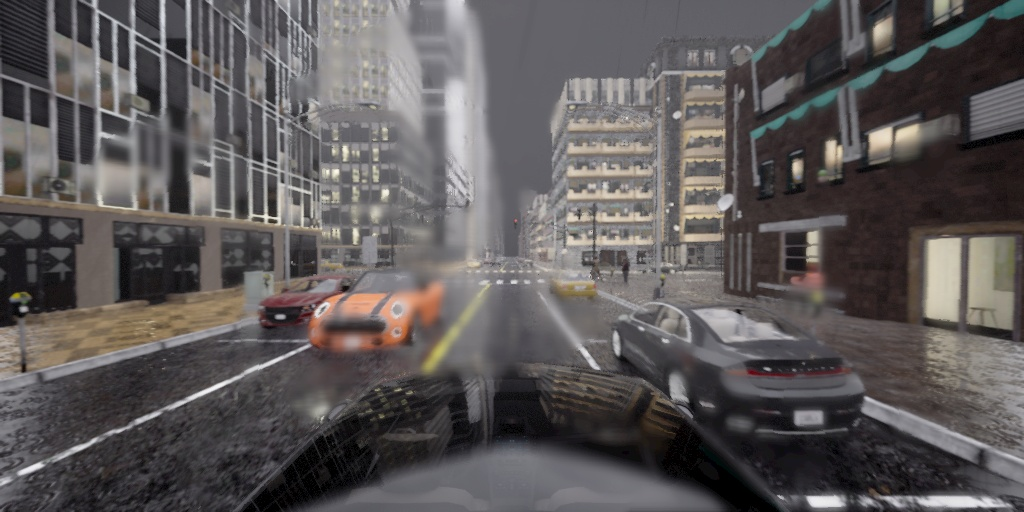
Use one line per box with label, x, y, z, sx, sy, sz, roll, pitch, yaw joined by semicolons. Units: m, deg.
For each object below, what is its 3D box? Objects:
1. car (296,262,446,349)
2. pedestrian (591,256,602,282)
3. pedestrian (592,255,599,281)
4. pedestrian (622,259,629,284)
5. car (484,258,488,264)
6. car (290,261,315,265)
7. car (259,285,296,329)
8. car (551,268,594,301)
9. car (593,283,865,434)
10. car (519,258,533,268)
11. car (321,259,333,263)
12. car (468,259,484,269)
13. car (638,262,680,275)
car;-3.089;1.095;9.217;2.097;1.767;4.553;0;0;0
pedestrian;5.921;0.872;25.177;0.375;1.860;0.375;-1;1;0
pedestrian;6.138;0.880;26.378;0.375;1.860;0.375;-1;1;0
pedestrian;8.138;1.066;25.781;0.375;1.860;0.375;-1;1;0
car;-5.686;1.266;60.467;1.948;1.339;4.313;0;0;0
car;-20.283;1.182;32.163;4.403;1.370;2.007;0;0;1
car;-5.819;1.287;11.272;1.888;1.381;4.507;0;0;0
car;2.821;1.261;17.028;1.751;1.417;4.829;0;0;0
car;2.820;1.297;5.569;2.007;1.370;4.403;0;0;0
car;2.695;1.251;60.467;2.007;1.370;4.403;0;0;0
car;-21.663;1.003;40.496;4.829;1.417;1.751;0;0;1
car;-5.686;1.230;54.643;1.751;1.417;4.829;0;0;0
car;16.313;1.347;39.996;4.403;1.370;2.007;0;0;1
